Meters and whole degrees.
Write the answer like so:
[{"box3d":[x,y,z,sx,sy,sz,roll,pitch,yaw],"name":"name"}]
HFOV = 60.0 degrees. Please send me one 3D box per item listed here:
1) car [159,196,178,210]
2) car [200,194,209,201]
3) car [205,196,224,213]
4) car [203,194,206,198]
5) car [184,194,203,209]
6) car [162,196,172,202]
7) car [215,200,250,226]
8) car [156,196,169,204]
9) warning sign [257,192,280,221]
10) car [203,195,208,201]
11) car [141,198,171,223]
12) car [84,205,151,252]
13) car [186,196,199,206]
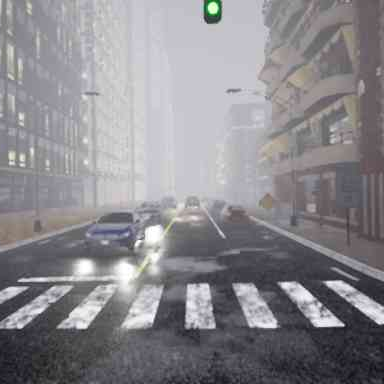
[{"box3d":[-2.994,1.315,42.429,2.097,1.767,4.553,-1,0,1],"name":"car"},{"box3d":[2.821,1.256,74.569,1.967,1.590,4.097,-1,0,0],"name":"car"},{"box3d":[2.743,1.411,35.029,2.008,1.369,4.403,-1,0,0],"name":"car"},{"box3d":[2.812,1.402,68.921,1.802,1.307,4.206,-1,0,0],"name":"car"},{"box3d":[0.069,1.253,44.687,2.097,1.767,4.553,-1,0,0],"name":"car"},{"box3d":[-5.556,1.526,74.586,1.887,1.381,4.507,-1,0,0],"name":"car"},{"box3d":[2.768,1.460,22.112,1.802,1.307,4.206,-1,0,0],"name":"car"},{"box3d":[-5.578,1.542,63.289,2.008,1.369,4.403,-1,0,0],"name":"car"},{"box3d":[5.082,0.947,22.221,1.300,1.860,1.060,-1,0,0],"name":"warning sign"},{"box3d":[2.755,1.404,40.677,2.008,1.369,4.403,-1,0,0],"name":"car"},{"box3d":[-3.065,1.481,25.031,2.128,1.511,4.902,-1,0,0],"name":"car"},{"box3d":[-3.089,1.531,14.145,1.812,1.442,4.674,-1,0,0],"name":"car"},{"box3d":[0.093,1.436,54.718,2.033,1.411,5.357,-1,0,0],"name":"car"}]
